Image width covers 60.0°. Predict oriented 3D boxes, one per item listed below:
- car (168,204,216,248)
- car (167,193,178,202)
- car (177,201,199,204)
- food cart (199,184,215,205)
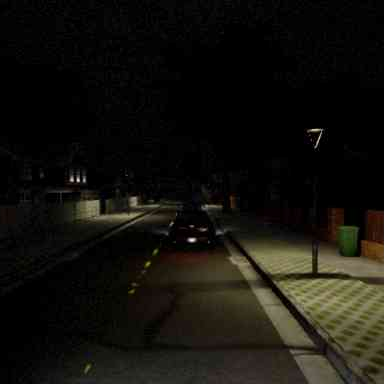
[{"bbox_3d":[0.000,1.514,14.651,1.837,1.490,4.892,0,0,0],"label":"car"},{"bbox_3d":[-4.529,1.212,76.499,2.150,2.045,5.566,0,0,-7],"label":"car"},{"bbox_3d":[0.000,1.556,29.651,2.033,1.411,5.357,0,0,0],"label":"car"},{"bbox_3d":[2.672,0.442,59.923,2.280,3.560,4.660,0,0,-3],"label":"food cart"}]
